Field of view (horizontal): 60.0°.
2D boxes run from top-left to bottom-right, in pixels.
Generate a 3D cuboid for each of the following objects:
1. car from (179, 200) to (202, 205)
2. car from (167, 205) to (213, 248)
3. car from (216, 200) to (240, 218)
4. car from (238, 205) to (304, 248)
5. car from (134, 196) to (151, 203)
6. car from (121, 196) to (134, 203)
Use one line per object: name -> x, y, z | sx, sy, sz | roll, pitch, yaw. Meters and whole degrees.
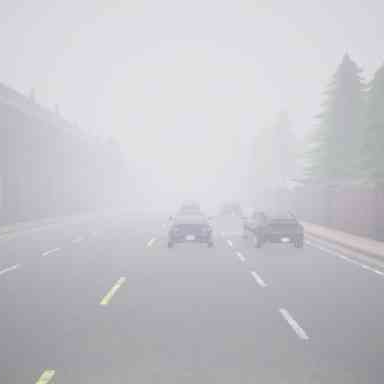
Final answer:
car -> -0.159, 1.482, 29.660 | 1.882, 1.535, 5.008 | 0, 0, 0
car -> -0.076, 1.530, 14.660 | 1.812, 1.442, 4.674 | 0, 0, 0
car -> 3.341, 1.514, 29.679 | 1.837, 1.490, 4.892 | 0, 0, 0
car -> 3.424, 1.514, 14.679 | 1.837, 1.490, 4.892 | 0, 0, 0
car -> -10.457, 1.525, 67.895 | 4.902, 1.511, 2.128 | 0, 0, 33
car -> -14.711, 1.519, 66.257 | 4.902, 1.511, 2.128 | 0, 0, 24
